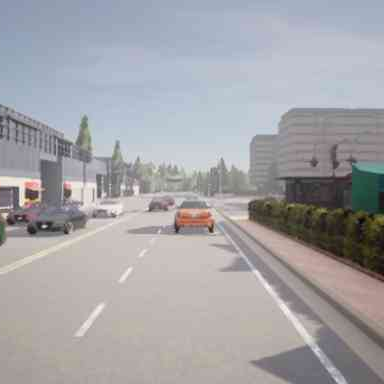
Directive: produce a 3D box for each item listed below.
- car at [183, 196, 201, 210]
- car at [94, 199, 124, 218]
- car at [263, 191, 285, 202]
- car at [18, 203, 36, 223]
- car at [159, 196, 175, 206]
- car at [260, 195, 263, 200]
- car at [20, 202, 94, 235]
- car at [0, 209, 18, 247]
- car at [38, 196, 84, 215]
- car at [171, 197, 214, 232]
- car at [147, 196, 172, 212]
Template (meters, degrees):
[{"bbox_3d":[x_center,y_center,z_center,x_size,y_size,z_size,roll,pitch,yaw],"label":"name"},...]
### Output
[{"bbox_3d":[0.049,1.283,39.436,2.033,1.411,5.357,0,0,1],"label":"car"},{"bbox_3d":[-6.997,1.336,28.231,1.812,1.442,4.674,0,0,0],"label":"car"},{"bbox_3d":[14.295,0.788,55.040,3.866,1.878,1.905,0,0,-2],"label":"car"},{"bbox_3d":[-10.543,1.413,22.386,1.994,1.385,4.181,0,0,0],"label":"car"},{"bbox_3d":[-3.475,1.249,47.076,1.994,1.385,4.181,0,0,1],"label":"car"},{"bbox_3d":[14.275,0.766,57.935,4.605,1.855,1.932,0,0,-2],"label":"car"},{"bbox_3d":[-7.069,1.443,17.906,1.994,1.385,4.181,0,0,0],"label":"car"},{"bbox_3d":[-7.094,1.164,8.498,2.150,2.045,5.566,0,0,1],"label":"car"},{"bbox_3d":[-10.497,1.028,27.128,1.895,1.301,4.718,0,0,0],"label":"car"},{"bbox_3d":[0.102,1.221,19.426,2.097,1.767,4.553,0,0,0],"label":"car"},{"bbox_3d":[-3.496,1.290,35.133,1.812,1.442,4.674,0,0,0],"label":"car"}]
